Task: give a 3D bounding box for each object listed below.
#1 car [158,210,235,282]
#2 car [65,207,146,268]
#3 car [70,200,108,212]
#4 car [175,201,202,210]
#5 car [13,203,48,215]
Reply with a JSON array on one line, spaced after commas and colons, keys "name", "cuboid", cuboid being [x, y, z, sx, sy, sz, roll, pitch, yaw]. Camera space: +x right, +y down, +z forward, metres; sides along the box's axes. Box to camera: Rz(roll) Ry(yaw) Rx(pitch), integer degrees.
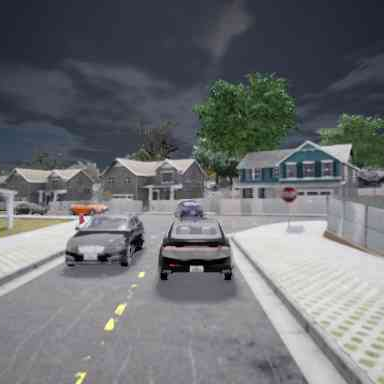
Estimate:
[{"name": "car", "cuboid": [0.103, 1.493, 9.789, 2.128, 1.511, 4.902, 0, 0, 0]}, {"name": "car", "cuboid": [-2.749, 1.495, 11.457, 2.128, 1.511, 4.902, 0, 0, 0]}, {"name": "car", "cuboid": [-10.340, 1.592, 33.924, 4.553, 1.767, 2.097, -2, -2, 32]}, {"name": "car", "cuboid": [-0.325, 1.459, 27.872, 1.812, 1.442, 4.674, 0, -2, -10]}, {"name": "car", "cuboid": [-19.071, 2.023, 39.227, 4.892, 1.490, 1.837, -2, -2, 31]}]
